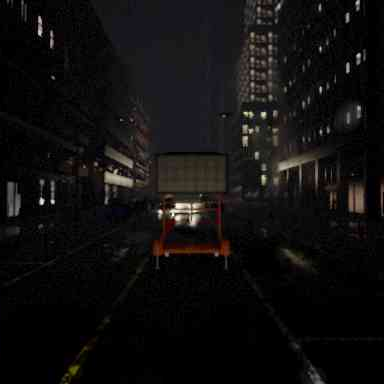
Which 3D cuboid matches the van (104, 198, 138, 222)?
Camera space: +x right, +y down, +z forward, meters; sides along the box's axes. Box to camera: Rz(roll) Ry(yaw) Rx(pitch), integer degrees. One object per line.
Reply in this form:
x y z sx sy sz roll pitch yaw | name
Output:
-5.685 1.334 26.172 1.690 1.788 3.998 1 0 0 | van

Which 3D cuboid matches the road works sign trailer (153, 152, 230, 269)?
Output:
-0.005 0.465 11.079 2.380 3.560 2.880 0 0 0 | road works sign trailer

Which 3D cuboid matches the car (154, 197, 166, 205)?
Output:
-5.707 1.538 60.365 1.802 1.307 4.206 1 0 0 | car

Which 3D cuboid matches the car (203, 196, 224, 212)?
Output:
2.686 1.536 37.461 2.008 1.369 4.403 1 0 0 | car

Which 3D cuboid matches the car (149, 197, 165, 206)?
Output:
-5.703 1.515 54.668 2.008 1.369 4.403 1 0 0 | car

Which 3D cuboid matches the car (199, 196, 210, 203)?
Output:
2.668 1.488 71.649 2.008 1.369 4.403 1 0 0 | car

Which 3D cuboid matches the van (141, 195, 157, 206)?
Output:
-5.694 1.320 43.271 1.690 1.788 3.998 1 0 0 | van

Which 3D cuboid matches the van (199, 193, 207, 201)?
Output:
2.676 1.257 83.045 1.690 1.788 3.998 1 0 0 | van

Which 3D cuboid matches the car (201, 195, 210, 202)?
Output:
2.680 1.517 48.856 1.887 1.381 4.507 1 0 0 | car

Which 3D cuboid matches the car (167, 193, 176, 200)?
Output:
-5.719 1.208 94.558 2.192 1.841 5.009 1 0 0 | car

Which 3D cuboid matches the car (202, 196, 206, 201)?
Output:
2.683 1.530 43.158 2.008 1.369 4.403 1 0 0 | car

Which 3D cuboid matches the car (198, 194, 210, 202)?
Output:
2.676 1.262 65.951 2.192 1.841 5.009 1 0 0 | car

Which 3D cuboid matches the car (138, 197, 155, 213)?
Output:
-5.695 1.551 37.574 1.947 1.339 4.313 1 0 0 | car

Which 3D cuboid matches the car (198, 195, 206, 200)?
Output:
2.635 1.471 88.743 1.947 1.339 4.313 1 0 0 | car

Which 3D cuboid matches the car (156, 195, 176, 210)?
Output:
-3.115 1.457 42.904 1.882 1.535 5.008 0 0 0 | car
